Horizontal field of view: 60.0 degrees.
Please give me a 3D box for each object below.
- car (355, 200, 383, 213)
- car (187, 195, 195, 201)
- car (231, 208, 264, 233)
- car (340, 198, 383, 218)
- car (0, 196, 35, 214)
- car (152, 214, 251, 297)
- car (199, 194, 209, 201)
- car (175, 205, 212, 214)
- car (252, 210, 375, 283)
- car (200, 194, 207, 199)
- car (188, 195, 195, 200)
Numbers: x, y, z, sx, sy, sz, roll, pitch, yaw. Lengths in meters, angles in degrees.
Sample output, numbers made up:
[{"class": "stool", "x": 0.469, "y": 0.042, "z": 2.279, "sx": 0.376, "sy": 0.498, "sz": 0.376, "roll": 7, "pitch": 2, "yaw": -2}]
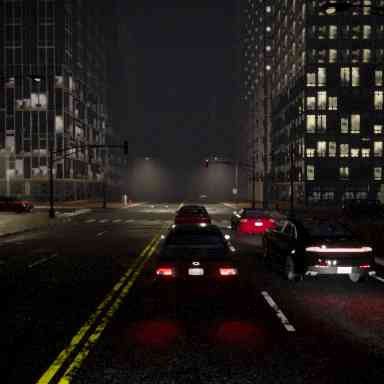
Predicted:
[{"class": "car", "x": 21.731, "y": 1.643, "z": 38.515, "sx": 4.829, "sy": 1.417, "sz": 1.752, "roll": 1, "pitch": 0, "yaw": 1}, {"class": "car", "x": -0.172, "y": 1.519, "z": 82.767, "sx": 1.895, "sy": 1.301, "sz": 4.718, "roll": 0, "pitch": 0, "yaw": 0}, {"class": "car", "x": 3.311, "y": 1.554, "z": 18.470, "sx": 1.994, "sy": 1.385, "sz": 4.181, "roll": 0, "pitch": 0, "yaw": 0}, {"class": "car", "x": 16.139, "y": 1.519, "z": 30.217, "sx": 5.009, "sy": 1.841, "sz": 2.192, "roll": 1, "pitch": 0, "yaw": 1}, {"class": "car", "x": -18.277, "y": 1.206, "z": 33.293, "sx": 4.553, "sy": 1.767, "sz": 2.097, "roll": 1, "pitch": 1, "yaw": 1}, {"class": "car", "x": 0.083, "y": 1.544, "z": 8.755, "sx": 2.033, "sy": 1.411, "sz": 5.357, "roll": 0, "pitch": 0, "yaw": 0}, {"class": "car", "x": 3.082, "y": 1.513, "z": 81.425, "sx": 1.895, "sy": 1.301, "sz": 4.718, "roll": 0, "pitch": 0, "yaw": 0}, {"class": "car", "x": 0.066, "y": 1.468, "z": 18.576, "sx": 1.882, "sy": 1.535, "sz": 5.008, "roll": 0, "pitch": 0, "yaw": 1}, {"class": "car", "x": 3.329, "y": 1.487, "z": 9.669, "sx": 2.128, "sy": 1.511, "sz": 4.902, "roll": 0, "pitch": 0, "yaw": 0}, {"class": "car", "x": 3.061, "y": 1.266, "z": 91.397, "sx": 1.812, "sy": 1.442, "sz": 4.674, "roll": 0, "pitch": 0, "yaw": 0}, {"class": "car", "x": -0.193, "y": 1.459, "z": 92.857, "sx": 1.994, "sy": 1.385, "sz": 4.181, "roll": 0, "pitch": 0, "yaw": 0}]
